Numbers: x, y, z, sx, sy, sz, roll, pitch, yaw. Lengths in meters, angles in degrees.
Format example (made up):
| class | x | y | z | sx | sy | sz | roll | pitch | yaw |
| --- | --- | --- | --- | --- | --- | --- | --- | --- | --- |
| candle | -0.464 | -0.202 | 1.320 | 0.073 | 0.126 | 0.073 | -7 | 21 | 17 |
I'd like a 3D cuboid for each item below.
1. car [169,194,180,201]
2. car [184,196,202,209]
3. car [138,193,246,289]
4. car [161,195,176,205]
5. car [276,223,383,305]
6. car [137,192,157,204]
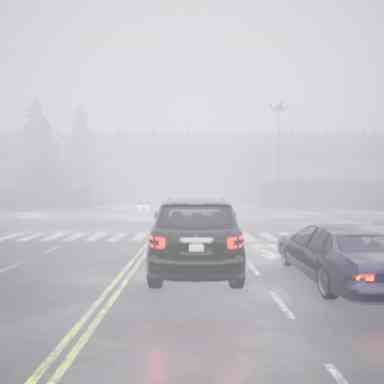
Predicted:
| class | x | y | z | sx | sy | sz | roll | pitch | yaw |
| --- | --- | --- | --- | --- | --- | --- | --- | --- | --- |
| car | -3.491 | 1.051 | 68.387 | 2.033 | 1.411 | 5.357 | 0 | 0 | 0 |
| car | 0.108 | 1.275 | 40.006 | 1.994 | 1.385 | 4.181 | 0 | 0 | 0 |
| car | 0.093 | 1.154 | 9.128 | 2.150 | 2.045 | 5.566 | 0 | 0 | 0 |
| car | -3.567 | 1.192 | 51.044 | 1.994 | 1.385 | 4.181 | 0 | 1 | 1 |
| car | 3.587 | 1.487 | 8.173 | 2.033 | 1.411 | 5.357 | 0 | 0 | 0 |
| car | -7.069 | 1.124 | 50.579 | 2.128 | 1.511 | 4.902 | 0 | 0 | 0 |
